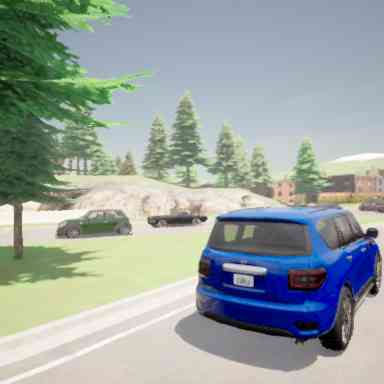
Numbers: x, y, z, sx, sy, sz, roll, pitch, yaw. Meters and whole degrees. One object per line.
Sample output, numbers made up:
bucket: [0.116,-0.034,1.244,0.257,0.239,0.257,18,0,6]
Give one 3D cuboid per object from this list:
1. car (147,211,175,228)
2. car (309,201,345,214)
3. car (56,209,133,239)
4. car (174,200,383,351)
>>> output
car: [-1.227,2.153,26.983,4.718,1.301,1.895,-1,-1,-24]
car: [17.829,2.005,43.937,5.357,1.411,2.033,0,-1,-39]
car: [-6.160,1.899,21.076,4.553,1.767,2.097,-1,-1,-24]
car: [2.296,1.309,6.719,2.150,2.045,5.566,-2,-1,36]
